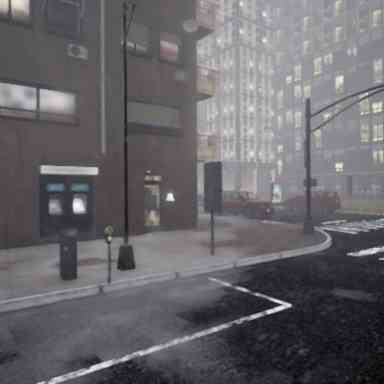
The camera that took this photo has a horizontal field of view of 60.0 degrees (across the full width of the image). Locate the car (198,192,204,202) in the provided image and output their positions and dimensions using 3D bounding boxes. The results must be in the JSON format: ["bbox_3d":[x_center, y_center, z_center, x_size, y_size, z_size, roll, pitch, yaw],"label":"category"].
[{"bbox_3d":[0.442,0.714,42.046,1.947,1.339,4.313,1,1,-36],"label":"car"}]

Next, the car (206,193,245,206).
[{"bbox_3d":[3.701,0.818,37.557,1.947,1.339,4.313,1,1,-36],"label":"car"}]

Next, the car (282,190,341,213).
[{"bbox_3d":[10.222,0.774,28.576,2.192,1.841,5.009,1,1,-36],"label":"car"}]

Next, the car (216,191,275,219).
[{"bbox_3d":[3.477,0.841,23.606,2.192,1.841,5.009,1,1,-36],"label":"car"}]
